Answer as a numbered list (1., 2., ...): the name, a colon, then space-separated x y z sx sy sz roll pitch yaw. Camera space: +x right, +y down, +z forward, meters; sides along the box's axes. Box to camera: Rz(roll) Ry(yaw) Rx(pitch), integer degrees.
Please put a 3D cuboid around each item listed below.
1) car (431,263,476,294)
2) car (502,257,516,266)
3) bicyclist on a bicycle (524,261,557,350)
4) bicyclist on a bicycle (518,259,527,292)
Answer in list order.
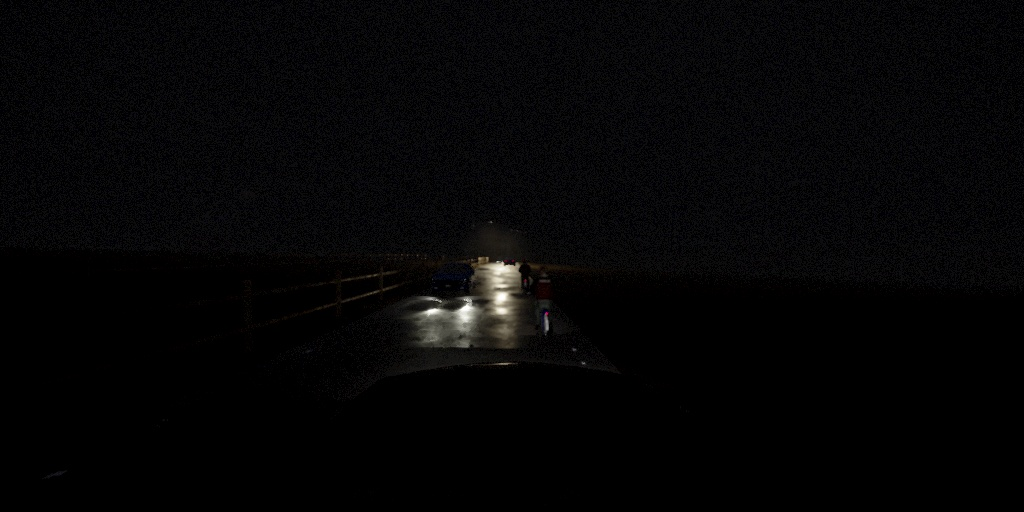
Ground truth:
1. car: -3.022 1.122 19.331 1.882 1.535 5.008 0 0 -1
2. car: -0.390 0.977 59.704 1.812 1.442 4.674 0 0 0
3. bicyclist on a bicycle: 0.698 1.081 8.080 0.659 1.776 1.843 0 1 -1
4. bicyclist on a bicycle: 0.606 1.028 17.078 0.659 1.776 1.843 0 1 -1
